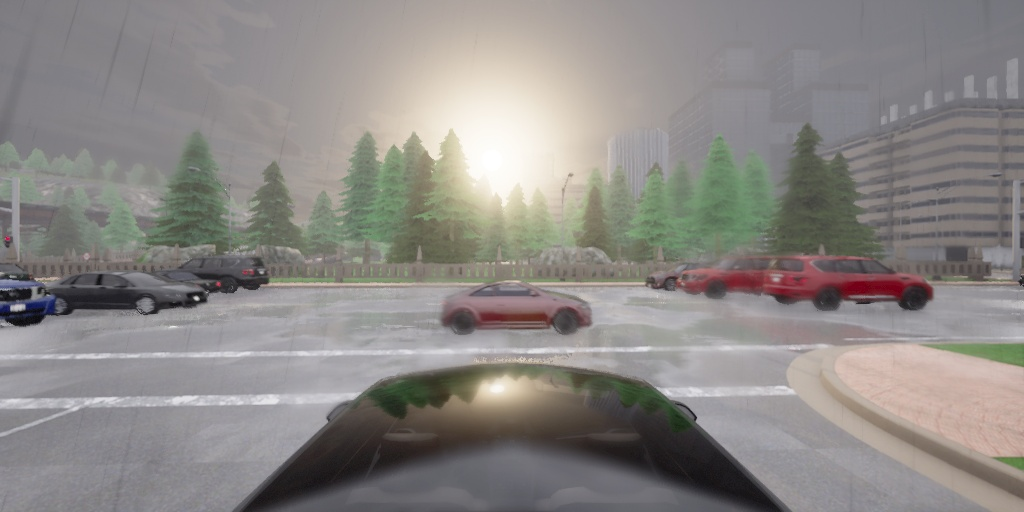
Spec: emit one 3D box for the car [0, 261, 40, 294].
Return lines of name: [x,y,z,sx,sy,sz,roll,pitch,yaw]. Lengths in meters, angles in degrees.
car: [-29.635,1.164,19.693,4.553,1.767,2.097,0,0,-2]

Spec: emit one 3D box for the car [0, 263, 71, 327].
car: [-15.866,1.020,9.459,5.566,2.045,2.150,0,0,-1]

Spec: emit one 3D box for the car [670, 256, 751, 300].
car: [11.198,1.031,17.745,5.566,2.045,2.150,0,0,-2]

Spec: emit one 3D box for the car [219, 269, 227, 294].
car: [-16.513,1.409,16.690,4.718,1.301,1.895,0,0,-2]

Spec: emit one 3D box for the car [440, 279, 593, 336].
car: [0.105,1.363,10.119,4.181,1.385,1.994,0,0,-2]

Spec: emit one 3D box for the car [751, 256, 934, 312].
car: [12.999,1.026,14.110,5.566,2.045,2.150,0,0,-2]

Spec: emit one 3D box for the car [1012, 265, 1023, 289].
car: [34.364,1.324,22.037,4.892,1.490,1.837,0,0,-2]

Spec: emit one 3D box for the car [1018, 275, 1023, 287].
car: [18.783,1.364,10.820,4.181,1.385,1.994,0,0,-2]

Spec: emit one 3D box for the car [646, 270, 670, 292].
car: [10.362,1.166,21.213,4.553,1.767,2.097,0,0,-2]

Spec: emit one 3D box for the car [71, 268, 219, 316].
car: [-14.027,1.308,13.084,4.892,1.490,1.837,0,0,-2]

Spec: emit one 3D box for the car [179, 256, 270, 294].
car: [-16.822,1.033,20.181,5.566,2.045,2.150,0,0,-2]
